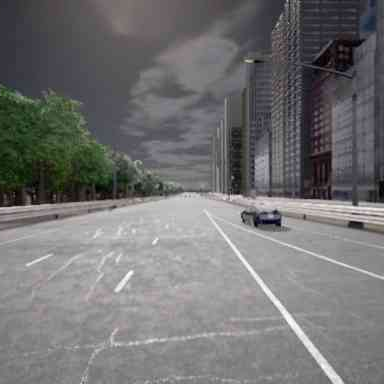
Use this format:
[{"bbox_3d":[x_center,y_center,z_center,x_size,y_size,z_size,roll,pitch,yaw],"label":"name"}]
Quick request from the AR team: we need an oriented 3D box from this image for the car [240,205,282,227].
[{"bbox_3d":[4.870,1.635,23.959,2.163,1.488,4.792,0,0,-6],"label":"car"}]
